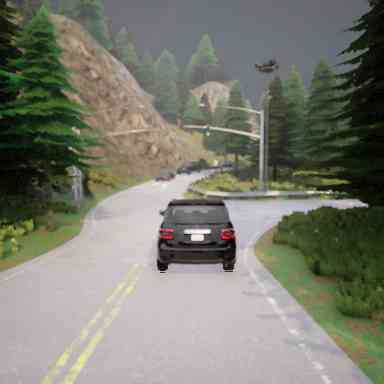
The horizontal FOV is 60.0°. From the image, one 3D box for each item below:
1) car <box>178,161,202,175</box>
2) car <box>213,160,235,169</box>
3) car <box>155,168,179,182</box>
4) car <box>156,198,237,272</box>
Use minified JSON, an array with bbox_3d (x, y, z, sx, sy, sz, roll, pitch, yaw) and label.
[{"bbox_3d":[-0.392,-4.101,56.403,2.150,2.045,5.566,3,10,32],"label":"car"},{"bbox_3d":[6.077,-5.353,64.074,4.553,1.767,2.097,-10,10,-41],"label":"car"},{"bbox_3d":[-3.746,-2.315,47.580,1.994,1.385,4.181,1,9,15],"label":"car"},{"bbox_3d":[0.072,1.196,10.875,2.150,2.045,5.566,0,0,-1],"label":"car"}]
